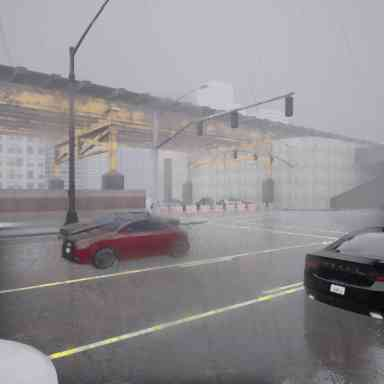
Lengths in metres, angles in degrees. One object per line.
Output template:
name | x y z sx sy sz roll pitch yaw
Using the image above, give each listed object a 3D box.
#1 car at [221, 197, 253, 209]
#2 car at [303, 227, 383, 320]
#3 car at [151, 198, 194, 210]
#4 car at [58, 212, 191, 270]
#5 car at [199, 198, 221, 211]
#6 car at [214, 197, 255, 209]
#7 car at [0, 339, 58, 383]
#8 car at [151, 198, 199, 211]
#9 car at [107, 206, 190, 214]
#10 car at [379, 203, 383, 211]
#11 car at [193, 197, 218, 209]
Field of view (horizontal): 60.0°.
car | 5.513 1.295 43.710 4.536 1.218 1.853 0 0 -7
car | 4.446 1.478 7.010 5.008 1.535 1.882 0 0 -36
car | -2.089 1.295 37.216 4.536 1.218 1.853 0 0 8
car | -2.098 1.564 11.144 4.181 1.385 1.994 0 0 -36
car | 1.685 1.453 39.925 2.038 1.542 4.974 0 0 18
car | 5.565 1.452 43.717 4.974 1.542 2.038 0 0 -7
car | -3.081 1.526 1.541 4.674 1.442 1.812 0 0 -36
car | -2.038 1.453 37.209 4.974 1.542 2.038 0 0 8
car | -2.988 1.548 14.765 5.357 1.411 2.033 0 0 -35
car | 24.646 1.547 40.070 5.357 1.411 2.033 0 0 -37
car | 1.701 1.295 39.975 1.853 1.218 4.536 0 0 18
